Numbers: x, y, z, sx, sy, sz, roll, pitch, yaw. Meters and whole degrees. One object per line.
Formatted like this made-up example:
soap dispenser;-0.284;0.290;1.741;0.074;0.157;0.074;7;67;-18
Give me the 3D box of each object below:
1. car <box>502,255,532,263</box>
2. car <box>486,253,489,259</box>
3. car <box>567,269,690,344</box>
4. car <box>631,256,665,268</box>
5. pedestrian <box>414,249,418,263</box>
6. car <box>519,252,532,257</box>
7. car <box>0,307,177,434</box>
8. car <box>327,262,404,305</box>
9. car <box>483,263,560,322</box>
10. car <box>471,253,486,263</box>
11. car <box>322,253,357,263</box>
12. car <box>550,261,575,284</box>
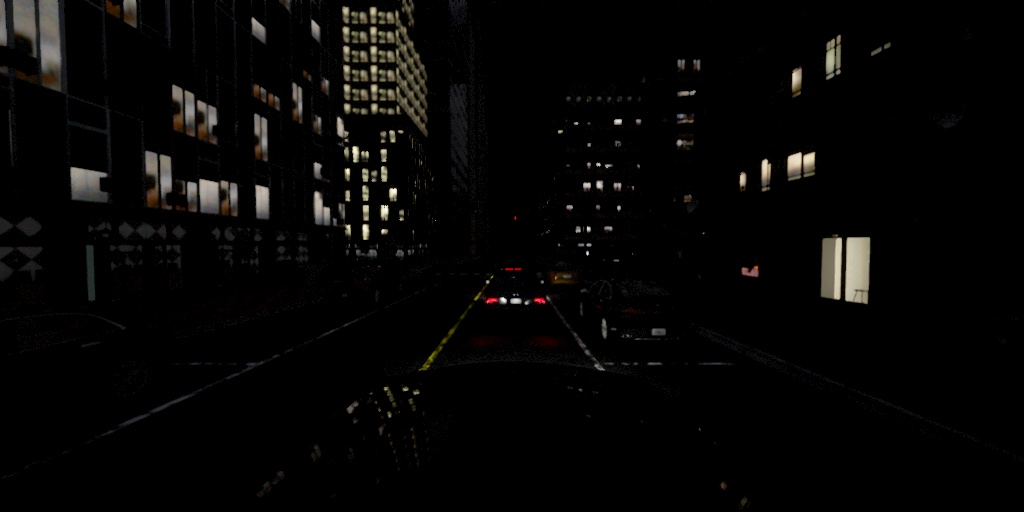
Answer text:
car;0.095;0.913;22.902;1.837;1.490;4.892;0;1;0
car;-5.688;0.317;63.942;1.948;1.339;4.313;0;0;0
car;2.820;1.182;9.050;2.007;1.370;4.403;0;0;0
car;16.311;0.709;43.474;4.403;1.370;2.007;0;0;1
pedestrian;-12.546;-0.045;46.786;0.375;1.860;0.375;0;1;1
car;2.693;0.301;63.941;2.007;1.370;4.403;0;0;0
car;-5.794;1.272;3.464;2.007;1.370;4.403;0;0;0
car;-5.820;1.085;14.752;1.888;1.381;4.507;0;0;0
car;0.100;1.139;11.517;2.033;1.411;5.357;0;1;0
car;-5.688;0.367;58.118;1.751;1.417;4.829;0;0;0
car;-21.665;0.356;43.969;4.829;1.417;1.751;0;0;1
car;2.820;0.975;20.507;1.751;1.417;4.829;0;0;0
